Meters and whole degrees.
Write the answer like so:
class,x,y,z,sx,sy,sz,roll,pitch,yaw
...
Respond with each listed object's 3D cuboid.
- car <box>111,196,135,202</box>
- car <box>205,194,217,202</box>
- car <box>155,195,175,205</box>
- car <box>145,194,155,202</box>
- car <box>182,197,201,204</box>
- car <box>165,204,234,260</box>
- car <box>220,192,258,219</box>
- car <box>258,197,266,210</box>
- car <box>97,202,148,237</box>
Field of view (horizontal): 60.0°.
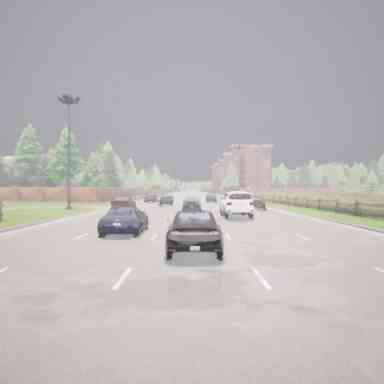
class,x,y,z,sx,sy,sz,roll,pitch,yaw
car,-7.032,1.203,34.387,1.882,1.535,5.008,0,0,0
car,3.340,1.017,59.333,2.128,1.511,4.902,0,0,0
car,-3.602,1.110,47.902,2.128,1.511,4.902,0,1,0
car,-7.156,1.023,58.559,2.128,1.511,4.902,0,0,0
car,-0.036,1.244,35.240,1.812,1.442,4.674,0,1,0
car,0.075,1.396,12.037,2.128,1.511,4.902,0,1,0
car,3.512,1.005,26.723,2.150,2.045,5.566,0,0,0
car,6.956,1.230,36.984,1.812,1.442,4.674,0,1,0
car,-3.444,1.426,17.197,1.994,1.385,4.181,0,0,0
